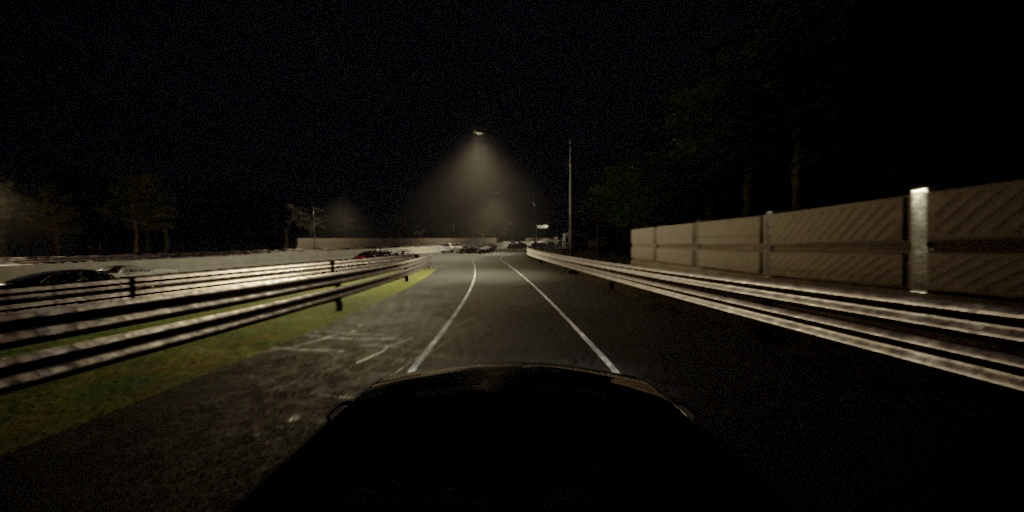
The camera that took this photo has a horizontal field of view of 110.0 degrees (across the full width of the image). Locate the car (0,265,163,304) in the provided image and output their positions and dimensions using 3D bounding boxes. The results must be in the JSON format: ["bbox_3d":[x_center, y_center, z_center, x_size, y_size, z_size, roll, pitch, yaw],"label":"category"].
[{"bbox_3d":[-19.747,1.380,16.400,1.837,1.490,4.892,0,3,17],"label":"car"}]

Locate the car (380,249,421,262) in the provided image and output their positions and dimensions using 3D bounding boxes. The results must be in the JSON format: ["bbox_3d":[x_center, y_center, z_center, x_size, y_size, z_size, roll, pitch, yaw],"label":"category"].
[{"bbox_3d":[-12.165,0.095,40.702,2.128,1.511,4.902,0,3,17],"label":"car"}]

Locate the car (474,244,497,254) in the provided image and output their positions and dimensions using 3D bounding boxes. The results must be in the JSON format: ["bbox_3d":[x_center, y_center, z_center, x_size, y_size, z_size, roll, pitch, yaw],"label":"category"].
[{"bbox_3d":[-4.581,-1.061,65.015,1.895,1.301,4.718,0,3,17],"label":"car"}]

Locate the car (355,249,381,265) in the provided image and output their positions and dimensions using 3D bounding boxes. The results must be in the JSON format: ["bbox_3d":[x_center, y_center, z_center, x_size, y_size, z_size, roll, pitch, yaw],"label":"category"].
[{"bbox_3d":[-15.760,0.144,40.931,1.837,1.490,4.892,0,3,17],"label":"car"}]

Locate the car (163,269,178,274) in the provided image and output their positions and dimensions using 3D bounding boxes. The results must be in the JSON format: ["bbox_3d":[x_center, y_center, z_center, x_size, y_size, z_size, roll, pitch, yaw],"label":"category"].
[{"bbox_3d":[-24.905,1.228,23.370,1.895,1.301,4.718,0,3,17],"label":"car"}]
